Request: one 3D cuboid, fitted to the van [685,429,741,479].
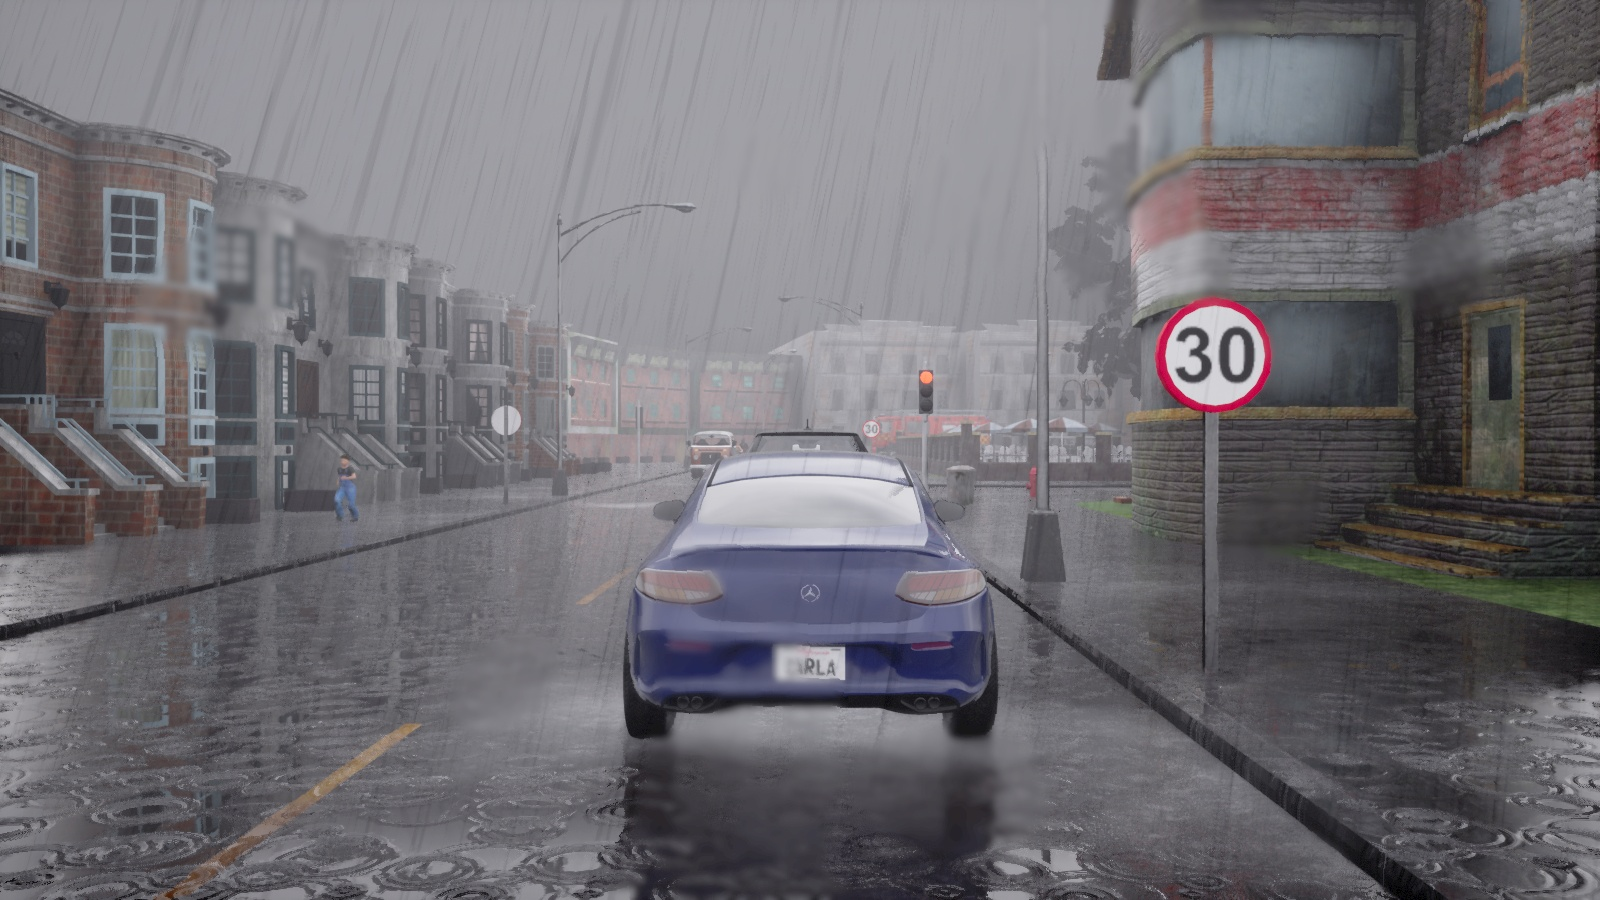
[{"bbox_3d":[-3.709,0.164,54.248,2.069,2.038,4.480,0,0,0],"label":"van"}]

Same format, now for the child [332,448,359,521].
[{"bbox_3d":[-8.017,0.605,22.155,0.270,1.263,0.437,0,0,8],"label":"child"}]

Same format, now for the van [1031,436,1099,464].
[{"bbox_3d":[18.792,0.011,89.092,4.442,1.987,1.775,0,0,0],"label":"van"}]

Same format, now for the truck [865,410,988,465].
[{"bbox_3d":[8.895,-0.913,89.120,8.468,3.827,2.891,0,0,0],"label":"truck"}]

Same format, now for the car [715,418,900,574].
[{"bbox_3d":[0.102,0.512,16.547,2.097,1.767,4.553,0,0,0],"label":"car"}]

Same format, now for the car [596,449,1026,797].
[{"bbox_3d":[0.058,0.729,7.638,1.812,1.442,4.674,0,0,0],"label":"car"}]
